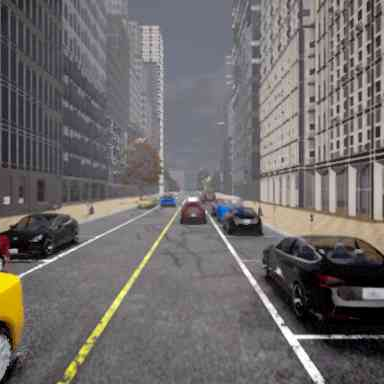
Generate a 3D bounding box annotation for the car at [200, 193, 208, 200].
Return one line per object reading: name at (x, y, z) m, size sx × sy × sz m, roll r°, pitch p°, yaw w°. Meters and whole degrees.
car at (2.709, 1.057, 75.478) m, size 1.752 × 1.417 × 4.829 m, roll 0°, pitch 0°, yaw 0°

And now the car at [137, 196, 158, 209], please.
car at (-5.679, 1.285, 40.998) m, size 1.752 × 1.417 × 4.829 m, roll 0°, pitch 0°, yaw 0°

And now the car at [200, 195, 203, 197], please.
car at (0.109, 1.357, 41.630) m, size 1.895 × 1.301 × 4.718 m, roll 0°, pitch 0°, yaw 0°

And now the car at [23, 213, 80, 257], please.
car at (-5.686, 1.496, 12.706) m, size 1.947 × 1.339 × 4.313 m, roll 0°, pitch 0°, yaw 0°

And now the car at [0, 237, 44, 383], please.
car at (-3.099, 1.465, 2.252) m, size 1.882 × 1.535 × 5.008 m, roll 0°, pitch 0°, yaw 0°

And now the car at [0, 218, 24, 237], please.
car at (-5.687, 1.506, 7.013) m, size 1.887 × 1.381 × 4.507 m, roll 0°, pitch 0°, yaw 0°

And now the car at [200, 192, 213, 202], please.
car at (2.708, 0.925, 63.923) m, size 2.192 × 1.841 × 5.009 m, roll 0°, pitch 0°, yaw 0°

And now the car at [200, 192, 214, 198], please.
car at (2.705, 1.000, 52.539) m, size 2.192 × 1.841 × 5.009 m, roll 0°, pitch 0°, yaw 0°

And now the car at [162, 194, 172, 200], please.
car at (-5.672, 1.099, 75.323) m, size 1.947 × 1.339 × 4.313 m, roll 0°, pitch 0°, yaw 0°

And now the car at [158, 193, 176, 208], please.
car at (-3.080, 1.220, 43.669) m, size 1.882 × 1.535 × 5.008 m, roll 0°, pitch 1°, yaw 0°

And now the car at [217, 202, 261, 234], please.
car at (2.697, 1.463, 18.387) m, size 1.947 × 1.339 × 4.313 m, roll 0°, pitch 0°, yaw 0°

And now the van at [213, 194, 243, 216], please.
van at (2.698, 1.205, 24.080) m, size 1.690 × 1.788 × 3.998 m, roll 0°, pitch 0°, yaw 0°

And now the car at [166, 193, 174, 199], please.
car at (-5.669, 1.034, 86.706) m, size 1.802 × 1.307 × 4.206 m, roll 0°, pitch 0°, yaw 0°

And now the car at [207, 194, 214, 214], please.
car at (2.700, 1.270, 29.771) m, size 1.967 × 1.590 × 4.097 m, roll 0°, pitch 0°, yaw 0°

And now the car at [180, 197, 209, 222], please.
car at (0.100, 1.384, 24.866) m, size 1.812 × 1.442 × 4.674 m, roll 0°, pitch 1°, yaw 0°

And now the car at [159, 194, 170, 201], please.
car at (-5.673, 1.123, 69.630) m, size 2.008 × 1.369 × 4.403 m, roll 0°, pitch 0°, yaw 0°

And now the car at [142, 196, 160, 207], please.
car at (-5.678, 1.273, 46.862) m, size 2.008 × 1.369 × 4.403 m, roll 0°, pitch 0°, yaw 0°

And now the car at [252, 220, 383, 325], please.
car at (2.694, 1.527, 7.003) m, size 1.947 × 1.339 × 4.313 m, roll 0°, pitch 0°, yaw 0°
